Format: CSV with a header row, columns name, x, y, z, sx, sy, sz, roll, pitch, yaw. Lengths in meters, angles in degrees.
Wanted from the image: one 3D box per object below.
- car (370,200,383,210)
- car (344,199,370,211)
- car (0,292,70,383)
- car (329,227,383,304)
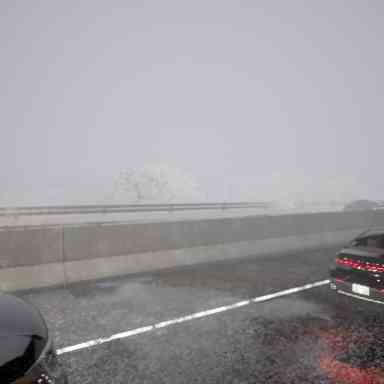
name,x,y,z,sx,sy,sz,roll,pitch,yaw
car,22.073,1.637,36.357,4.902,1.511,2.128,1,0,-34
car,19.897,1.618,39.109,5.008,1.535,1.882,1,0,-34
car,-3.399,1.214,1.314,5.566,2.045,2.150,0,0,-36
car,5.051,1.532,7.447,4.892,1.490,1.837,0,0,-35
